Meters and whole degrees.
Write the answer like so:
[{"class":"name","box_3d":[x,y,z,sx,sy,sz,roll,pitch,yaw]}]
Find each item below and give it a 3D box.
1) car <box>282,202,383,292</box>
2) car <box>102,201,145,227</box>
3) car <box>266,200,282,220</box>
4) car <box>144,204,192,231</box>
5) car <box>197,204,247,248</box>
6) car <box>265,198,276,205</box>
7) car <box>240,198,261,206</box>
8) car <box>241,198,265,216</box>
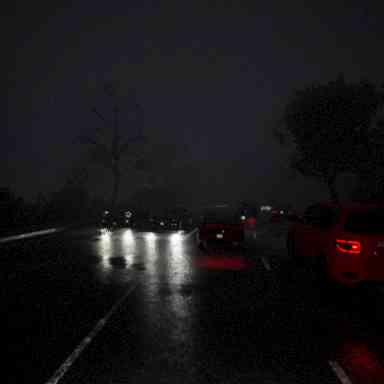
[{"class":"car","box_3d":[4.171,1.271,9.142,2.150,2.045,5.566,0,0,5]},{"class":"car","box_3d":[-4.455,1.426,23.306,2.097,1.767,4.553,0,0,12]},{"class":"car","box_3d":[7.944,1.690,29.290,2.033,1.411,5.357,0,0,16]},{"class":"car","box_3d":[-1.261,1.583,21.501,1.837,1.490,4.892,0,0,11]},{"class":"car","box_3d":[1.398,1.541,15.182,1.882,1.535,5.008,0,0,8]},{"class":"car","box_3d":[14.236,1.772,61.027,2.128,1.511,4.902,0,0,32]},{"class":"car","box_3d":[10.970,1.812,62.451,2.033,1.411,5.357,0,0,32]},{"class":"car","box_3d":[5.969,1.645,34.595,2.128,1.511,4.902,0,0,18]}]
